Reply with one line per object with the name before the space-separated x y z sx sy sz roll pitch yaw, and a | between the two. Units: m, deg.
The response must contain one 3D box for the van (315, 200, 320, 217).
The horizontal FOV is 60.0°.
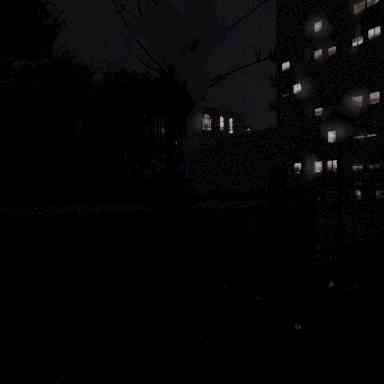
van | 10.434 1.647 32.600 1.690 1.788 3.998 -1 0 -36
